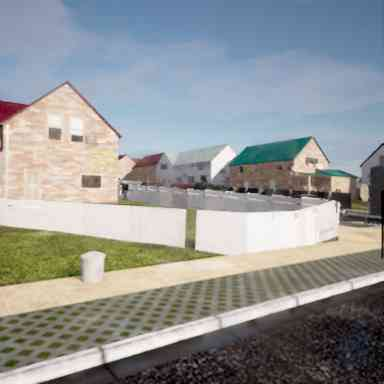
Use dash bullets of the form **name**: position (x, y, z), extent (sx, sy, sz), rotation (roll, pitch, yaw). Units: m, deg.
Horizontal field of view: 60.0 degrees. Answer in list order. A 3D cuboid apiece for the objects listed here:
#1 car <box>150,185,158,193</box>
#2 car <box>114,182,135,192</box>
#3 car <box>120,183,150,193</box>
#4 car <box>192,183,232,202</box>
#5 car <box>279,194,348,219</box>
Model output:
- **car**: position (-6.223, -0.365, 49.501), extent (2.033, 1.411, 5.357), rotation (1, 2, -34)
- **car**: position (-11.695, -0.842, 57.430), extent (1.812, 1.442, 4.674), rotation (1, 2, -34)
- **car**: position (-8.263, -0.415, 47.435), extent (1.837, 1.490, 4.892), rotation (1, 2, -34)
- **car**: position (2.157, 0.174, 32.082), extent (2.150, 2.045, 5.566), rotation (1, 3, -34)
- **car**: position (8.280, 0.973, 23.100), extent (1.837, 1.490, 4.892), rotation (1, 2, -34)
